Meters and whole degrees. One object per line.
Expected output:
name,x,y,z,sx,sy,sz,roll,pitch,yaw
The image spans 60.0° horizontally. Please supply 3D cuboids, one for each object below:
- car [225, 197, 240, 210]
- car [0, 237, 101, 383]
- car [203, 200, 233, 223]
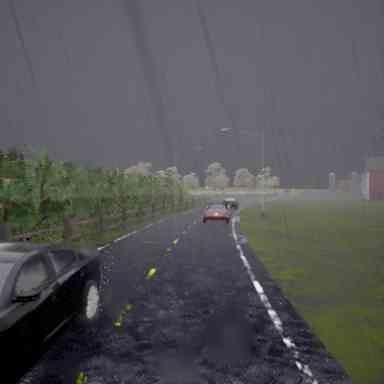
car,5.083,1.444,43.029,1.882,1.535,5.008,0,0,12
car,-2.723,1.471,4.375,1.882,1.535,5.008,0,0,2
car,1.980,1.557,25.767,1.994,1.385,4.181,0,0,7
